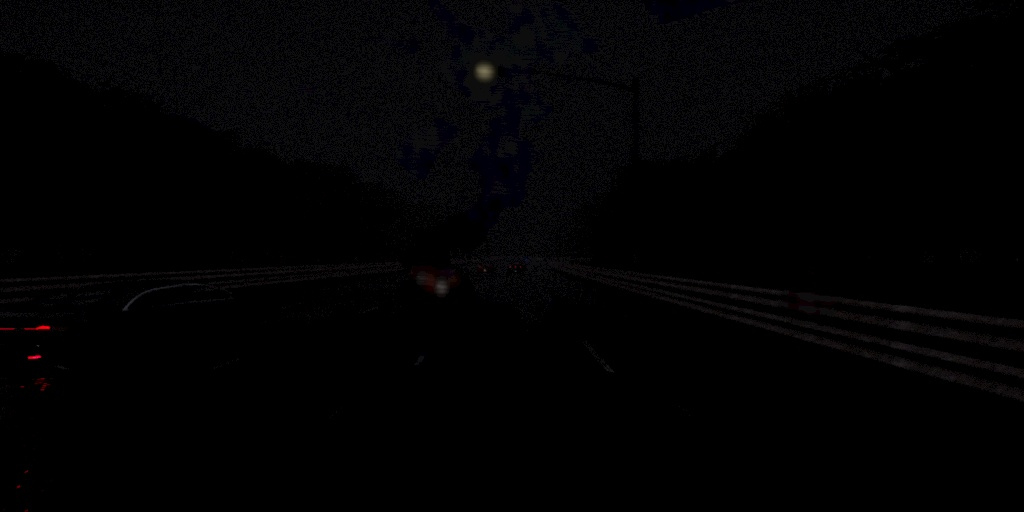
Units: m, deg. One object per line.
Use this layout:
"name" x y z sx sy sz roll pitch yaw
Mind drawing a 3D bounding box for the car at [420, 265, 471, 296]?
"car" -3.379 1.316 19.677 1.812 1.442 4.674 0 0 1

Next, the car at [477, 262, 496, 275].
"car" -2.907 1.379 41.960 1.812 1.442 4.674 0 0 2

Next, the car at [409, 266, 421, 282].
"car" -6.761 1.395 29.203 1.895 1.301 4.718 0 0 1

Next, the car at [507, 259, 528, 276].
"car" 0.440 1.366 39.735 2.128 1.511 4.902 0 0 2

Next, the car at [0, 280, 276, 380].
"car" -6.914 1.214 7.136 2.128 1.511 4.902 0 0 0
